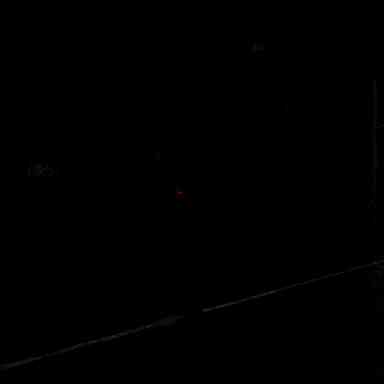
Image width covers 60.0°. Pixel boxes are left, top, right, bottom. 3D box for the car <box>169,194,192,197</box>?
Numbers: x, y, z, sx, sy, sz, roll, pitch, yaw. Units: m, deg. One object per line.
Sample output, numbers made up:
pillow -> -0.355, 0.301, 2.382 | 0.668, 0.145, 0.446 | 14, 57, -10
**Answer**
car -> -0.799, 1.206, 38.586 | 2.150, 2.045, 5.566 | 0, 0, -37
